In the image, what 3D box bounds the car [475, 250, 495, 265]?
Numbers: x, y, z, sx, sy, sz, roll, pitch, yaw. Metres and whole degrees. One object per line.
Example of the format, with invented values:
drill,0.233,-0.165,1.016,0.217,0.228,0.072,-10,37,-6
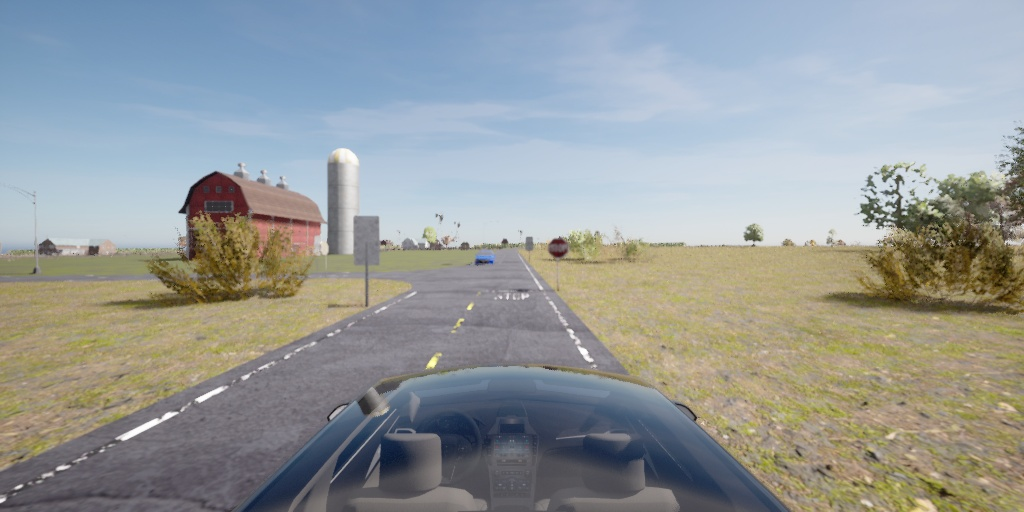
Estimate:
car,-2.739,0.155,37.098,1.882,1.535,5.008,0,3,0
